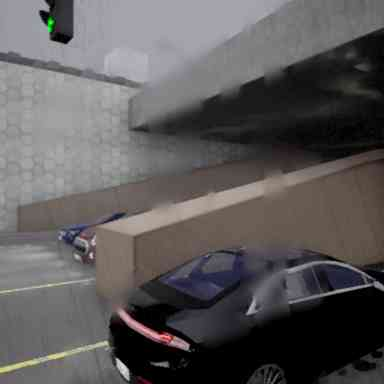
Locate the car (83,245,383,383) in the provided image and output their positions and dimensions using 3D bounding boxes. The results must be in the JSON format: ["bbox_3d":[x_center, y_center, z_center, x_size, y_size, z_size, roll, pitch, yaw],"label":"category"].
[{"bbox_3d":[1.305,1.522,4.633,4.902,1.511,2.128,1,0,-35],"label":"car"}]

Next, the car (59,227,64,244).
[{"bbox_3d":[-3.301,1.570,14.482,4.674,1.442,1.812,1,0,-35],"label":"car"}]

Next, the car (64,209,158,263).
[{"bbox_3d":[-1.636,1.394,11.373,4.553,1.767,2.097,1,0,-35],"label":"car"}]
